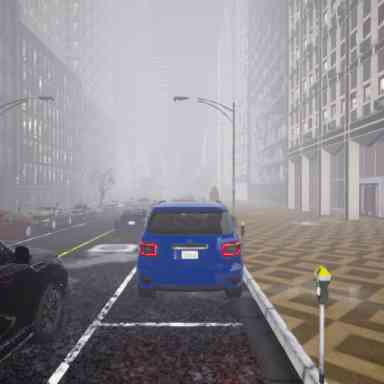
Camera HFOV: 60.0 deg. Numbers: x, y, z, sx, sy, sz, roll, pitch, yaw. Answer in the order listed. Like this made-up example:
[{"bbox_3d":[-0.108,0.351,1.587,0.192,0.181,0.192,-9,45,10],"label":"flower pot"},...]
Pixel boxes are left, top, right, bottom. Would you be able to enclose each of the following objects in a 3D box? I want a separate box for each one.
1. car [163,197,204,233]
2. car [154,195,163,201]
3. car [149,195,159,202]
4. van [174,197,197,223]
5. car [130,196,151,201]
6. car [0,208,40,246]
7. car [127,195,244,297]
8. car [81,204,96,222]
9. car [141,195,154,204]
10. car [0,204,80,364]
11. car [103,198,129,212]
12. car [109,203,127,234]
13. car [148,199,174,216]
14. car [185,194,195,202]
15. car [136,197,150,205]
[{"bbox_3d":[-0.465,1.311,20.672,2.192,1.841,5.009,-1,0,0],"label":"car"},{"bbox_3d":[-8.844,1.545,88.876,1.947,1.339,4.313,-1,0,0],"label":"car"},{"bbox_3d":[-8.843,1.509,77.339,1.752,1.417,4.829,-1,0,0],"label":"car"},{"bbox_3d":[-0.465,1.336,26.356,1.690,1.788,3.998,-1,0,0],"label":"van"},{"bbox_3d":[-6.195,1.517,42.059,1.812,1.442,4.674,0,0,0],"label":"car"},{"bbox_3d":[-8.843,1.542,14.989,1.887,1.381,4.507,-1,0,0],"label":"car"},{"bbox_3d":[-0.039,1.226,8.681,2.150,2.045,5.566,0,0,0],"label":"car"},{"bbox_3d":[-8.843,1.577,26.356,1.802,1.307,4.206,-1,0,0],"label":"car"},{"bbox_3d":[-8.845,1.426,66.141,1.967,1.590,4.097,-1,0,0],"label":"car"},{"bbox_3d":[-3.145,1.223,3.224,2.150,2.045,5.566,0,0,0],"label":"car"},{"bbox_3d":[-8.844,1.544,37.723,2.008,1.369,4.403,-1,0,0],"label":"car"},{"bbox_3d":[-3.098,1.561,19.123,1.994,1.385,4.181,0,0,0],"label":"car"},{"bbox_3d":[-3.099,1.486,33.880,2.128,1.511,4.902,0,0,0],"label":"car"},{"bbox_3d":[-0.465,1.298,77.509,2.192,1.841,5.009,-1,0,0],"label":"car"},{"bbox_3d":[-8.843,1.570,60.458,1.802,1.307,4.206,-1,0,0],"label":"car"}]
